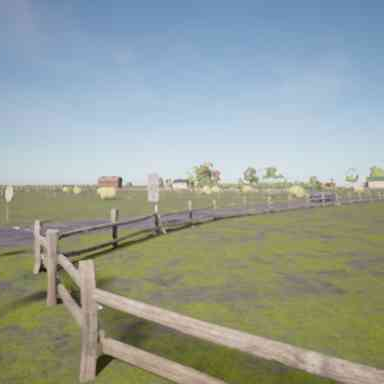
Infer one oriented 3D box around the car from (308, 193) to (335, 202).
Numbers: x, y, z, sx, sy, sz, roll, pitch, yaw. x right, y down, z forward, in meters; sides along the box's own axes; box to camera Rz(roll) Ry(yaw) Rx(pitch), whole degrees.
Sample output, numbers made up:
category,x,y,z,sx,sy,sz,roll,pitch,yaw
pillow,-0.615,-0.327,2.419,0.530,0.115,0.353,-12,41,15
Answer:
category,x,y,z,sx,sy,sz,roll,pitch,yaw
car,18.471,0.737,47.297,4.718,1.301,1.895,-1,1,-44
